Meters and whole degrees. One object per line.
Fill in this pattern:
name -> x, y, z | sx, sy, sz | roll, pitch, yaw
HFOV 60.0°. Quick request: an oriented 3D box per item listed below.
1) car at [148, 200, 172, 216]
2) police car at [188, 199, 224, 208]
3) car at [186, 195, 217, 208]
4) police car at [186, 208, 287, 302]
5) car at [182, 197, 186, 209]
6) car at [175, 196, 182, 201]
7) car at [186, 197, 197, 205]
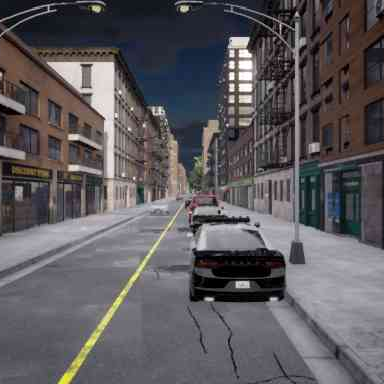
car -> -3.155, 1.551, 33.299 | 1.812, 1.442, 4.674 | 0, 0, 0
police car -> 0.870, 1.434, 18.440 | 1.930, 1.638, 5.238 | 0, 0, 0
car -> 0.860, 1.239, 24.361 | 2.150, 2.045, 5.566 | 0, 0, 0
police car -> 0.886, 1.427, 8.440 | 1.930, 1.638, 5.238 | 0, 0, 0
car -> -0.064, 1.548, 46.494 | 1.837, 1.490, 4.892 | 0, 0, 0
car -> -3.137, 1.656, 82.931 | 2.033, 1.411, 5.357 | 0, 0, 0
car -> -0.099, 1.630, 59.885 | 1.994, 1.385, 4.181 | 0, 0, 0
